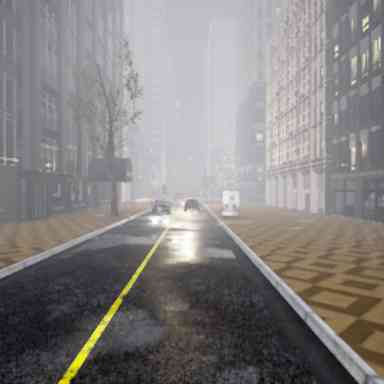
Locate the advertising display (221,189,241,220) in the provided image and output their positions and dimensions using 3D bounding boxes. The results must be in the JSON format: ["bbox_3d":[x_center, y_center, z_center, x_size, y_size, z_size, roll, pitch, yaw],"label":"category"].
[{"bbox_3d":[3.140,1.020,26.906,1.540,2.440,0.280,1,1,0],"label":"advertising display"}]

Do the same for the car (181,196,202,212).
[{"bbox_3d":[0.013,1.503,38.576,1.837,1.490,4.892,0,0,0],"label":"car"}]

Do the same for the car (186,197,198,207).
[{"bbox_3d":[-0.004,1.532,50.826,1.812,1.442,4.674,0,0,0],"label":"car"}]

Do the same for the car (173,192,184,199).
[{"bbox_3d":[-3.019,0.979,74.957,2.150,2.045,5.566,0,0,0],"label":"car"}]

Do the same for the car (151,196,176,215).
[{"bbox_3d":[-3.097,1.488,34.368,2.128,1.511,4.902,0,0,0],"label":"car"}]
